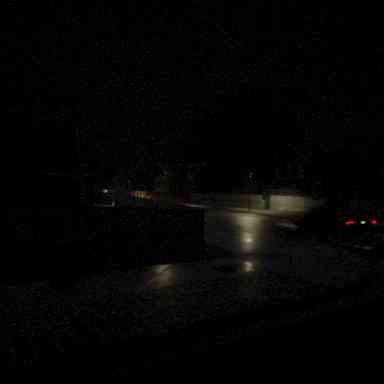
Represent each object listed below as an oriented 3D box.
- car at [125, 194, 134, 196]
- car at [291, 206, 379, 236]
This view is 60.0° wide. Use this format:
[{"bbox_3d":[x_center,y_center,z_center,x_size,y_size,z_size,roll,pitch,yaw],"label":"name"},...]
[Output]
[{"bbox_3d":[-9.782,1.019,52.517,1.895,1.301,4.718,0,1,-29],"label":"car"},{"bbox_3d":[7.305,1.421,17.603,2.033,1.411,5.357,0,0,-11],"label":"car"}]
